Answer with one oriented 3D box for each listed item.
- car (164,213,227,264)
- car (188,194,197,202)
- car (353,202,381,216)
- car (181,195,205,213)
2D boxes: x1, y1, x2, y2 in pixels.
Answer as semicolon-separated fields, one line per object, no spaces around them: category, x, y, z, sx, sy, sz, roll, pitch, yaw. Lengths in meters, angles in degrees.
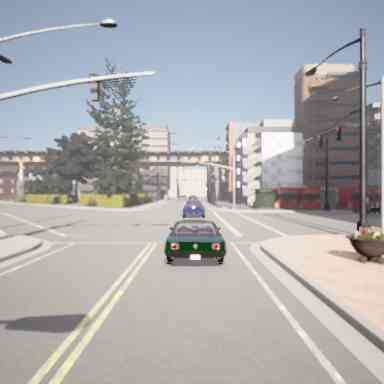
car;0.111;1.645;12.022;1.895;1.301;4.718;0;0;0
car;0.149;1.443;75.774;2.097;1.767;4.553;0;0;0
car;20.210;1.816;36.239;4.902;1.511;2.128;1;0;0
car;0.166;1.492;32.800;2.097;1.767;4.553;0;0;0
